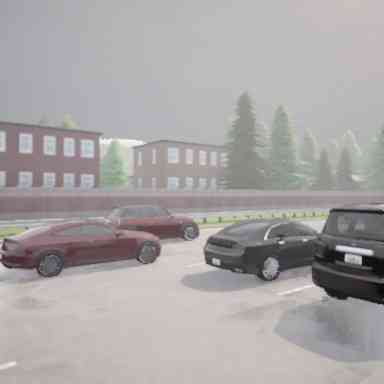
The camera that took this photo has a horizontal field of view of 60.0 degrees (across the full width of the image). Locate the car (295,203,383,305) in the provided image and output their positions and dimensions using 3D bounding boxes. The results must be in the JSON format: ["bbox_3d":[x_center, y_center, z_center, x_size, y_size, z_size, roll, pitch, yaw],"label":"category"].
[{"bbox_3d":[4.961,1.262,7.283,5.566,2.045,2.150,0,0,-35],"label":"car"}]

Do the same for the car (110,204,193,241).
[{"bbox_3d":[-1.839,1.388,15.331,4.553,1.767,2.097,0,0,-35],"label":"car"}]

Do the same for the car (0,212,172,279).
[{"bbox_3d":[-3.150,1.542,10.113,4.674,1.442,1.812,0,0,-36],"label":"car"}]

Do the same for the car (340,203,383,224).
[{"bbox_3d":[13.974,1.659,26.621,4.674,1.442,1.812,0,0,-36],"label":"car"}]

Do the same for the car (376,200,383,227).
[{"bbox_3d":[14.915,1.479,22.977,4.553,1.767,2.097,0,0,-35],"label":"car"}]

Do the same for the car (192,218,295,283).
[{"bbox_3d":[2.593,1.544,9.894,4.892,1.490,1.837,0,0,-35],"label":"car"}]
